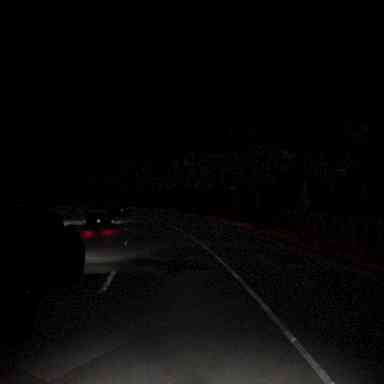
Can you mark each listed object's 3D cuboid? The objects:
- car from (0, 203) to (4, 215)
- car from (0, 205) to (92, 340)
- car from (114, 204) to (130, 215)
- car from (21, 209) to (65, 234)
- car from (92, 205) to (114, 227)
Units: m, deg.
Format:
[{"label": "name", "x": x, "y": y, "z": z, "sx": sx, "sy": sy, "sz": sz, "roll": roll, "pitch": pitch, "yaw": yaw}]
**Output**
[{"label": "car", "x": -26.919, "y": 2.306, "z": 45.382, "sx": 2.033, "sy": 1.411, "sz": 5.357, "roll": 0, "pitch": -1, "yaw": -30}, {"label": "car", "x": -3.819, "y": 1.316, "z": 6.761, "sx": 2.150, "sy": 2.045, "sz": 5.566, "roll": 0, "pitch": -1, "yaw": -5}, {"label": "car", "x": -9.108, "y": 2.147, "z": 41.410, "sx": 1.994, "sy": 1.385, "sz": 4.181, "roll": 0, "pitch": -1, "yaw": -23}, {"label": "car", "x": -9.951, "y": 1.929, "z": 22.557, "sx": 1.895, "sy": 1.301, "sz": 4.718, "roll": 0, "pitch": -1, "yaw": -14}, {"label": "car", "x": -7.203, "y": 1.886, "z": 25.767, "sx": 1.812, "sy": 1.442, "sz": 4.674, "roll": 0, "pitch": -1, "yaw": -15}]
